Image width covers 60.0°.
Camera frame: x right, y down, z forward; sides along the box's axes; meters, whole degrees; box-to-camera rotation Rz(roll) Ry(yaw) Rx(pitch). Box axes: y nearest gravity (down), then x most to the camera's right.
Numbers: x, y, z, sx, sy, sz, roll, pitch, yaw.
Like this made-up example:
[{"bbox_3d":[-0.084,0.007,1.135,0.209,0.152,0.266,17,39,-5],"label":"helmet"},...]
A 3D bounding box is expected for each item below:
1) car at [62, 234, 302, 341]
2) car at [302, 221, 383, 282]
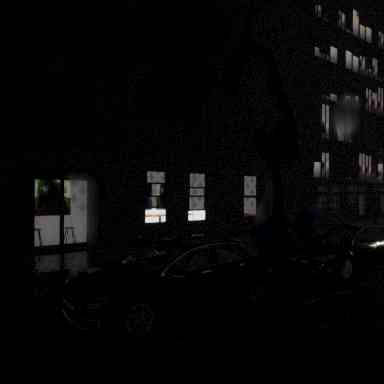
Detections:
[{"bbox_3d":[-0.162,1.551,6.420,4.403,1.369,2.008,0,0,-35],"label":"car"},{"bbox_3d":[4.473,1.550,9.696,4.403,1.369,2.008,0,0,-35],"label":"car"}]
